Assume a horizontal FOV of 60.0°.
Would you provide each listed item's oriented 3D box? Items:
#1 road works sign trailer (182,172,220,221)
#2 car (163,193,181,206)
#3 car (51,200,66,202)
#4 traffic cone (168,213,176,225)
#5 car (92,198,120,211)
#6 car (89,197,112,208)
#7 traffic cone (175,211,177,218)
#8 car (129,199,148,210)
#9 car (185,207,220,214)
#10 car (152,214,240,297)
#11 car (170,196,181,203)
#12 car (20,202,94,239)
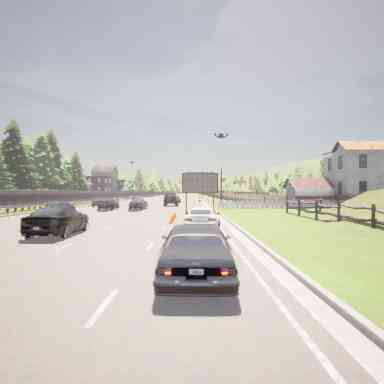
[{"bbox_3d":[0.512,0.464,22.041,2.380,3.560,2.880,0,0,-4],"label":"road works sign trailer"},{"bbox_3d":[-3.339,1.221,53.296,2.150,2.045,5.566,0,0,0],"label":"car"},{"bbox_3d":[-13.859,1.562,34.661,1.994,1.385,4.181,0,0,0],"label":"car"},{"bbox_3d":[-1.461,1.955,23.116,0.340,0.580,0.340,0,0,0],"label":"traffic cone"},{"bbox_3d":[-10.352,1.490,41.576,2.128,1.511,4.902,0,0,0],"label":"car"},{"bbox_3d":[-13.843,1.547,50.861,2.033,1.411,5.357,0,0,0],"label":"car"},{"bbox_3d":[-1.459,1.955,25.116,0.340,0.580,0.340,0,0,0],"label":"traffic cone"},{"bbox_3d":[-6.851,1.548,42.719,2.033,1.411,5.357,0,0,0],"label":"car"},{"bbox_3d":[0.574,1.538,18.427,1.812,1.442,4.674,0,-1,5],"label":"car"},{"bbox_3d":[0.107,1.547,8.760,2.033,1.411,5.357,0,0,1],"label":"car"},{"bbox_3d":[-3.322,1.564,68.511,1.994,1.385,4.181,0,0,0],"label":"car"},{"bbox_3d":[-6.881,1.478,17.206,1.882,1.535,5.008,0,0,0],"label":"car"}]
